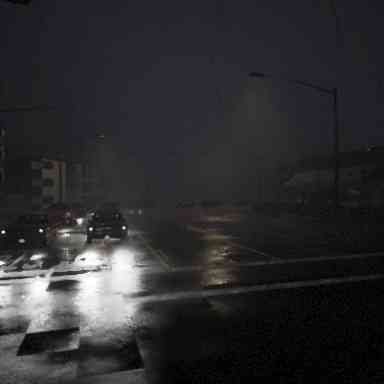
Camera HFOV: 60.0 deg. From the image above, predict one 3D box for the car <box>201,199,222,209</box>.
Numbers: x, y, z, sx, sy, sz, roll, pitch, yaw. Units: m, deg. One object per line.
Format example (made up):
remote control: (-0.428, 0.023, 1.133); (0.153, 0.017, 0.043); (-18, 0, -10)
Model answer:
car: (3.129, 1.769, 52.407); (1.882, 1.535, 5.008); (-1, 0, 26)

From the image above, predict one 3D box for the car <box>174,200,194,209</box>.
car: (-1.112, 1.932, 50.798); (1.895, 1.301, 4.718); (-1, 0, 17)

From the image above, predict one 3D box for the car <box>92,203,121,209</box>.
car: (-6.553, 1.830, 25.986); (1.895, 1.301, 4.718); (-1, 0, -13)

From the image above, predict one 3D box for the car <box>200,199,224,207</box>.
car: (3.585, 1.897, 59.431); (1.994, 1.385, 4.181); (-1, -1, 43)

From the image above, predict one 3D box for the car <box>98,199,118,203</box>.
car: (-8.795, 1.831, 36.319); (1.837, 1.490, 4.892); (-1, -1, -9)

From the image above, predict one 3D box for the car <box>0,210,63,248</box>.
car: (-7.720, 1.779, 16.199); (1.895, 1.301, 4.718); (-1, 0, -14)

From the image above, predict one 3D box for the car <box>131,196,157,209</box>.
car: (-7.677, 1.647, 53.773); (2.150, 2.045, 5.566); (-1, -1, 20)

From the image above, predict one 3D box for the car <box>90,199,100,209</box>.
car: (-12.885, 1.782, 44.770); (2.097, 1.767, 4.553); (-1, 0, 5)

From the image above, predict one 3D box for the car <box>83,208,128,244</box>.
car: (-4.339, 1.744, 17.090); (1.895, 1.301, 4.718); (-1, 0, -14)

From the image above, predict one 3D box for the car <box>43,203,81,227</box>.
car: (-9.851, 1.613, 24.827); (2.097, 1.767, 4.553); (-1, 0, -13)

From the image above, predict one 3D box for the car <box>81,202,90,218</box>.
car: (-12.038, 1.877, 34.517); (1.812, 1.442, 4.674); (-1, 0, -11)

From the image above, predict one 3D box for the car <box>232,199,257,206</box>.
car: (9.638, 1.869, 60.314); (4.718, 1.301, 1.895); (0, 0, -36)
